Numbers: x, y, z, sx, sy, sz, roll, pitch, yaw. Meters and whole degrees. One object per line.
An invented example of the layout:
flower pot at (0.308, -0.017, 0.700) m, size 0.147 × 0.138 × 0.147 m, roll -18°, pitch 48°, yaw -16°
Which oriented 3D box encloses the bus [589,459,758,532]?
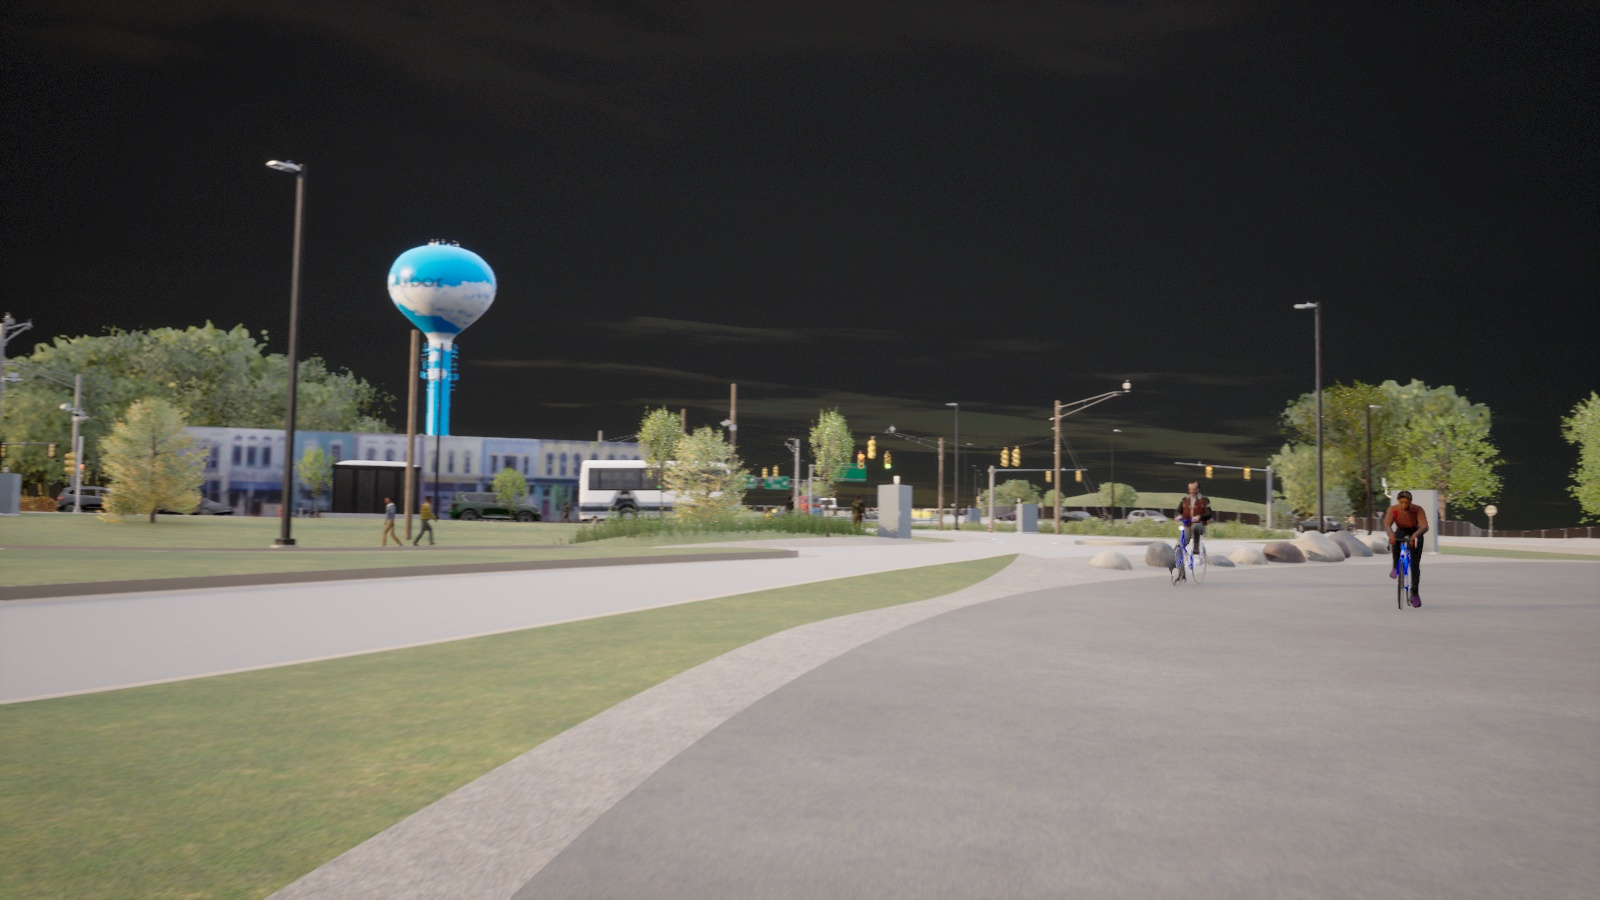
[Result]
bus at (-8.083, 2.886, 79.253) m, size 10.273 × 4.253 × 3.944 m, roll 0°, pitch -6°, yaw -10°

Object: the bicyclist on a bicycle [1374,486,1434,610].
bicyclist on a bicycle at (8.352, 1.319, 17.334) m, size 0.582 × 1.620 × 1.656 m, roll 0°, pitch -2°, yaw 32°

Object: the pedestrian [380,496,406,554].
pedestrian at (-13.803, 2.537, 42.596) m, size 0.788 × 1.949 × 0.423 m, roll 2°, pitch -4°, yaw -19°

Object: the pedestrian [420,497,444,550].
pedestrian at (-12.868, 2.570, 43.918) m, size 0.709 × 1.840 × 0.431 m, roll 2°, pitch -4°, yaw -24°

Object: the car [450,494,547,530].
car at (-18.450, 3.792, 76.785) m, size 5.566 × 2.045 × 2.150 m, roll 2°, pitch -4°, yaw -17°

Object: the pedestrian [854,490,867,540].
pedestrian at (2.407, 2.584, 49.842) m, size 0.395 × 1.930 × 0.692 m, roll 1°, pitch -4°, yaw -8°

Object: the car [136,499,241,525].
car at (-36.588, 3.740, 75.253) m, size 5.357 × 1.411 × 2.033 m, roll 2°, pitch -4°, yaw -17°

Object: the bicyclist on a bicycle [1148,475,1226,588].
bicyclist on a bicycle at (6.454, 1.334, 20.883) m, size 0.659 × 1.776 × 1.843 m, roll 0°, pitch -2°, yaw 35°

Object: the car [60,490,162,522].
car at (-38.580, 3.162, 70.437) m, size 4.611 × 1.667 × 2.242 m, roll 2°, pitch -4°, yaw -16°
